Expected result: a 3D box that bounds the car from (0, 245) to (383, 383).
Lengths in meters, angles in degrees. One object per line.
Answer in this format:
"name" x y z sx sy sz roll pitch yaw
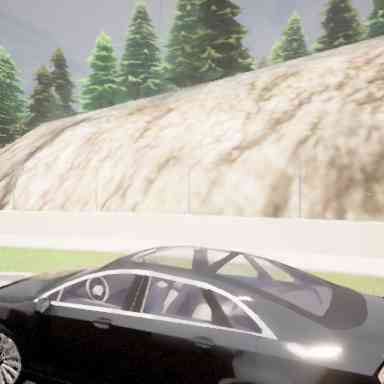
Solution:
"car" -0.395 1.397 3.760 4.902 1.511 2.128 0 1 25
